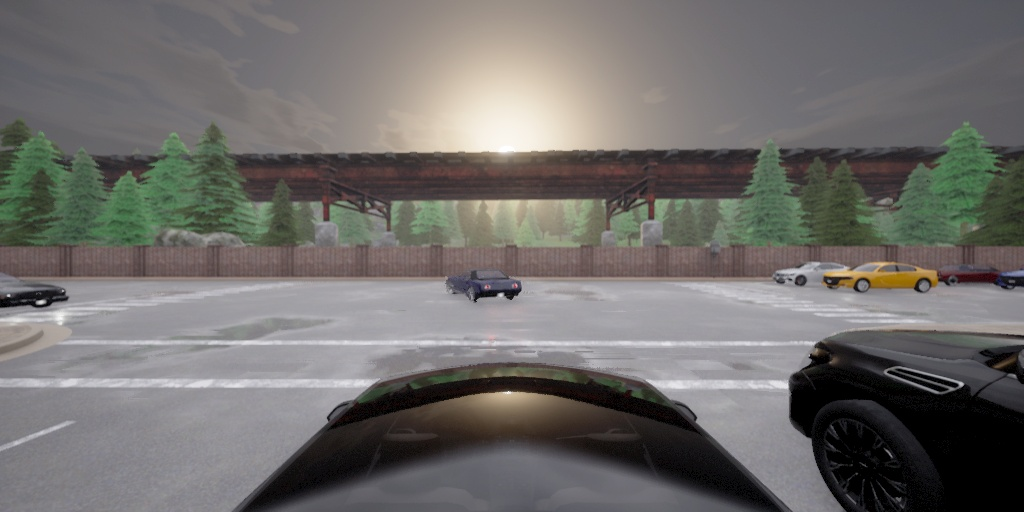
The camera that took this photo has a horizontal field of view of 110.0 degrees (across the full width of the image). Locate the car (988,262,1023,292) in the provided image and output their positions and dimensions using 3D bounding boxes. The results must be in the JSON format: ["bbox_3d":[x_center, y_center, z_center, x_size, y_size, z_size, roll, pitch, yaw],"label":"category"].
[{"bbox_3d":[28.967,1.082,18.955,5.008,1.535,1.882,0,0,1],"label":"car"}]

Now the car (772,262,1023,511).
[{"bbox_3d":[3.601,0.978,0.878,2.150,2.045,5.566,0,0,0],"label":"car"}]

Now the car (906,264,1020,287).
[{"bbox_3d":[28.111,1.176,22.466,4.718,1.301,1.895,0,0,1],"label":"car"}]

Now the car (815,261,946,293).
[{"bbox_3d":[19.403,1.082,19.062,5.008,1.535,1.882,0,0,1],"label":"car"}]

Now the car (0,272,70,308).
[{"bbox_3d":[-18.901,1.210,12.359,5.357,1.411,2.033,0,0,0],"label":"car"}]

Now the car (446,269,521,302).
[{"bbox_3d":[-1.474,1.230,16.225,1.895,1.301,4.718,0,0,-27],"label":"car"}]

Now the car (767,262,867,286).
[{"bbox_3d":[19.052,1.101,22.548,4.674,1.442,1.812,0,0,1],"label":"car"}]
